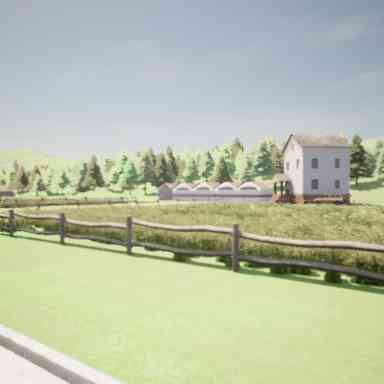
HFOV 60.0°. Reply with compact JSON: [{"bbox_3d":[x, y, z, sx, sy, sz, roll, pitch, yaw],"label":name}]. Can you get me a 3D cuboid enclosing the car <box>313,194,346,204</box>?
[{"bbox_3d":[21.063,1.213,51.036,4.605,1.855,1.932,0,0,35],"label":"car"}]
